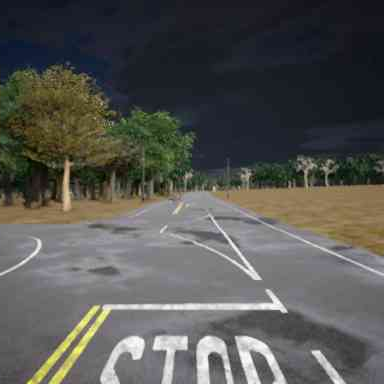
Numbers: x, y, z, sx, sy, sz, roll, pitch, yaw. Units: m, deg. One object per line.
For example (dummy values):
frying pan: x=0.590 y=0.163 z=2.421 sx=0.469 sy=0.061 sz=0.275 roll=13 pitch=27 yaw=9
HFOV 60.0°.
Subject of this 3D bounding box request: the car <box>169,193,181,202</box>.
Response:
car: x=-3.257 y=0.985 z=65.101 sx=2.097 sy=1.767 sz=4.553 roll=0 pitch=1 yaw=2
